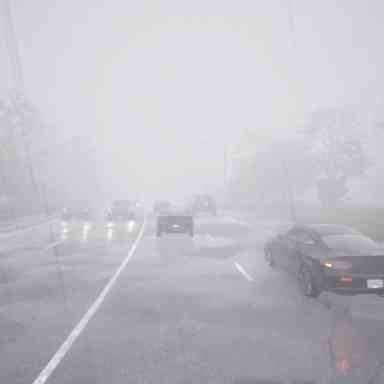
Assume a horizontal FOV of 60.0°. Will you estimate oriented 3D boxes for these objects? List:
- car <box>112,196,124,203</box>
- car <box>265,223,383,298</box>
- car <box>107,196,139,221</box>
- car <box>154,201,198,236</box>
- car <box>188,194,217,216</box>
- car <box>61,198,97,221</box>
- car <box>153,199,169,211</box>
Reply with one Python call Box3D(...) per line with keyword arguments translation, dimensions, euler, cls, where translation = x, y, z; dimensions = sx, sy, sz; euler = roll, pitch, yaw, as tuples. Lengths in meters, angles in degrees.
Box3D(translation=(-15.212, 1.578, 68.393), dimensions=(1.994, 1.385, 4.181), euler=(0, 0, -9), cls="car")
Box3D(translation=(3.257, 1.520, 8.423), dimensions=(1.812, 1.442, 4.674), euler=(0, 0, -3), cls="car")
Box3D(translation=(-5.773, 1.367, 27.735), dimensions=(2.097, 1.767, 4.553), euler=(0, 0, -7), cls="car")
Box3D(translation=(-1.007, 1.483, 18.425), dimensions=(1.882, 1.535, 5.008), euler=(0, 0, -5), cls="car")
Box3D(translation=(0.906, 1.226, 32.132), dimensions=(2.150, 2.045, 5.566), euler=(0, 0, -8), cls="car")
Box3D(translation=(-9.287, 1.373, 27.627), dimensions=(2.097, 1.767, 4.553), euler=(0, 0, -7), cls="car")
Box3D(translation=(-3.273, 1.490, 36.675), dimensions=(1.882, 1.535, 5.008), euler=(0, 0, -8), cls="car")
